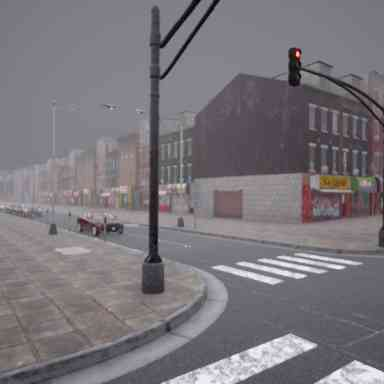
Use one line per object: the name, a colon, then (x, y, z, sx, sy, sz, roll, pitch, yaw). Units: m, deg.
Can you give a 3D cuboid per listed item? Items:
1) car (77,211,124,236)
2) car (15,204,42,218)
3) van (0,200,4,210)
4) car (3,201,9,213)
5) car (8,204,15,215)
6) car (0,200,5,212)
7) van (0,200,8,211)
car: (-5.729, 1.843, 20.551, 1.887, 1.381, 4.507, 0, -1, -36)
car: (-18.725, 2.082, 38.476, 1.967, 1.590, 4.097, 0, -1, -36)
van: (-38.219, 2.513, 65.363, 1.690, 1.788, 3.998, 0, -1, -36)
car: (-25.221, 2.385, 47.436, 1.947, 1.339, 4.313, 0, -1, -36)
car: (-21.972, 2.296, 42.955, 1.947, 1.339, 4.313, 0, -1, -36)
car: (-31.619, 2.519, 56.261, 1.752, 1.417, 4.829, 0, -1, -36)
van: (-34.970, 2.425, 60.882, 1.690, 1.788, 3.998, 0, -1, -36)
